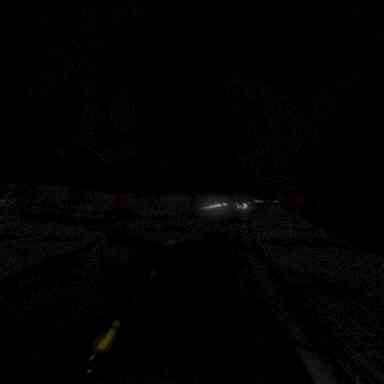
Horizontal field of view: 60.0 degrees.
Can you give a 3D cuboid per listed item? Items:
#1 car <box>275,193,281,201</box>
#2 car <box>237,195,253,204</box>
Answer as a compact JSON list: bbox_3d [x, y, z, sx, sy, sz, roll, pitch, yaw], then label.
[{"bbox_3d":[21.549,1.153,78.795,2.150,2.045,5.566,0,-1,33],"label":"car"},{"bbox_3d":[8.939,1.284,55.564,2.128,1.511,4.902,0,1,24],"label":"car"}]
